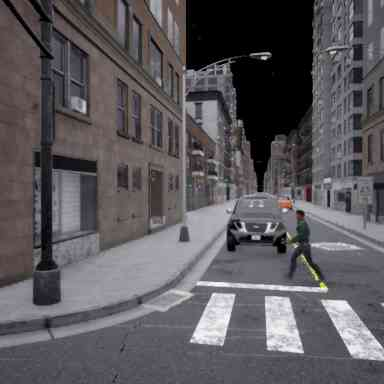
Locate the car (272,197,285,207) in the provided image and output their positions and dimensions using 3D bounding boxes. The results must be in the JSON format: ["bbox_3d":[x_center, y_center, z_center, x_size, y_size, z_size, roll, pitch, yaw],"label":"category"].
[{"bbox_3d":[13.682,1.500,52.854,1.837,1.490,4.892,0,0,11],"label":"car"}]

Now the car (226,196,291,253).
[{"bbox_3d":[2.756,1.227,14.188,2.150,2.045,5.566,0,0,11],"label":"car"}]

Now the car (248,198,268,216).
[{"bbox_3d":[6.806,1.484,34.286,1.882,1.535,5.008,0,0,12],"label":"car"}]

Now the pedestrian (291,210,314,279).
[{"bbox_3d":[2.707,1.297,8.191,0.375,1.860,0.375,0,0,11],"label":"pedestrian"}]

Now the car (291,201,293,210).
[{"bbox_3d":[11.801,1.354,43.185,2.097,1.767,4.553,0,0,12],"label":"car"}]

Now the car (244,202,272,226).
[{"bbox_3d":[4.772,1.533,24.231,1.812,1.442,4.674,0,0,11],"label":"car"}]
